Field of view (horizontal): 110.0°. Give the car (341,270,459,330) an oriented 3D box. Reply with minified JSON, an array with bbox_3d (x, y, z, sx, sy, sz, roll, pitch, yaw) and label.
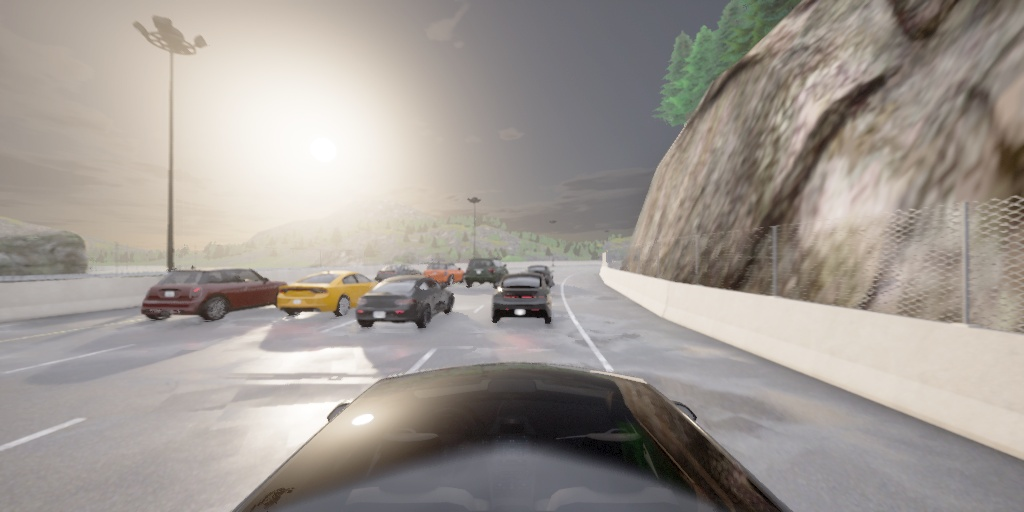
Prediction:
[{"bbox_3d":[-3.184,1.339,11.376,1.812,1.442,4.674,0,0,4],"label":"car"}]

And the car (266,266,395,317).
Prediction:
[{"bbox_3d":[-6.501,1.305,13.665,1.882,1.535,5.008,0,-1,5],"label":"car"}]

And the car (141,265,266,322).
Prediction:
[{"bbox_3d":[-10.078,1.172,12.852,2.097,1.767,4.553,0,0,5],"label":"car"}]

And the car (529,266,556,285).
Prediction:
[{"bbox_3d":[1.978,1.420,26.078,1.837,1.490,4.892,0,0,9],"label":"car"}]

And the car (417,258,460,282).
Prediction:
[{"bbox_3d":[-4.981,1.268,26.864,2.097,1.767,4.553,0,0,9],"label":"car"}]

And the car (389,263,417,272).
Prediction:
[{"bbox_3d":[-8.445,1.411,27.386,2.128,1.511,4.902,0,0,9],"label":"car"}]

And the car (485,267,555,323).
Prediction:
[{"bbox_3d":[0.421,1.328,12.494,1.837,1.490,4.892,0,0,5],"label":"car"}]

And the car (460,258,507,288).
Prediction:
[{"bbox_3d":[-1.680,1.131,25.458,2.150,2.045,5.566,0,0,9],"label":"car"}]
